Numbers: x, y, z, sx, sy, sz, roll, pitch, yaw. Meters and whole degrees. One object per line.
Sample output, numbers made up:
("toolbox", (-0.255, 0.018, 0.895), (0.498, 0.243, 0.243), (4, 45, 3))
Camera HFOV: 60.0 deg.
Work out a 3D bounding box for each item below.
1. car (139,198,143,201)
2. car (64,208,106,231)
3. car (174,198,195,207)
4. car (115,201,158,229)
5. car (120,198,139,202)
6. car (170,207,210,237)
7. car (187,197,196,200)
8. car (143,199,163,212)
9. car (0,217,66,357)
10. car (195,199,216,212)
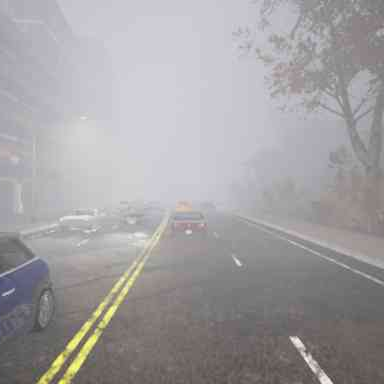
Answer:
("car", (-8.957, 1.751, 56.444), (1.882, 1.535, 5.008), (0, 0, -5))
("car", (-7.008, 1.745, 21.616), (1.895, 1.301, 4.718), (0, 0, -2))
("car", (-0.995, 1.710, 36.965), (1.882, 1.535, 5.008), (0, 0, -3))
("car", (-3.808, 1.642, 23.049), (2.128, 1.511, 4.902), (0, 0, -2))
("car", (-7.826, 1.730, 39.218), (1.882, 1.535, 5.008), (0, -1, -3))
("car", (-0.220, 1.722, 18.822), (1.895, 1.301, 4.718), (0, 0, -2))
("car", (0.755, 1.897, 57.537), (2.033, 1.411, 5.357), (0, 0, -4))
("car", (-4.785, 1.818, 42.831), (2.033, 1.411, 5.357), (0, 0, -4))
("car", (-3.395, 1.380, 3.820), (2.097, 1.767, 4.553), (0, 0, -1))
("car", (1.901, 1.829, 42.972), (1.994, 1.385, 4.181), (0, 0, -4))
